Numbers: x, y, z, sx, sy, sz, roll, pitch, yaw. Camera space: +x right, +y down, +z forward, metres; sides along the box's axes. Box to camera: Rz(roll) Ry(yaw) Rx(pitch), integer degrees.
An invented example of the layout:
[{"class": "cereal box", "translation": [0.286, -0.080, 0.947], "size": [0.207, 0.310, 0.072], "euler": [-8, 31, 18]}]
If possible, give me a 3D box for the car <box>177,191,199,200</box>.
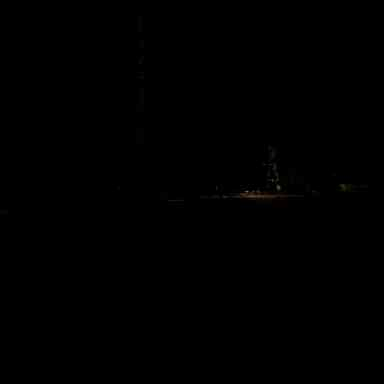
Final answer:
[{"class": "car", "translation": [-0.693, 0.570, 60.384], "size": [1.882, 1.535, 5.008], "euler": [-2, 0, 36]}]
